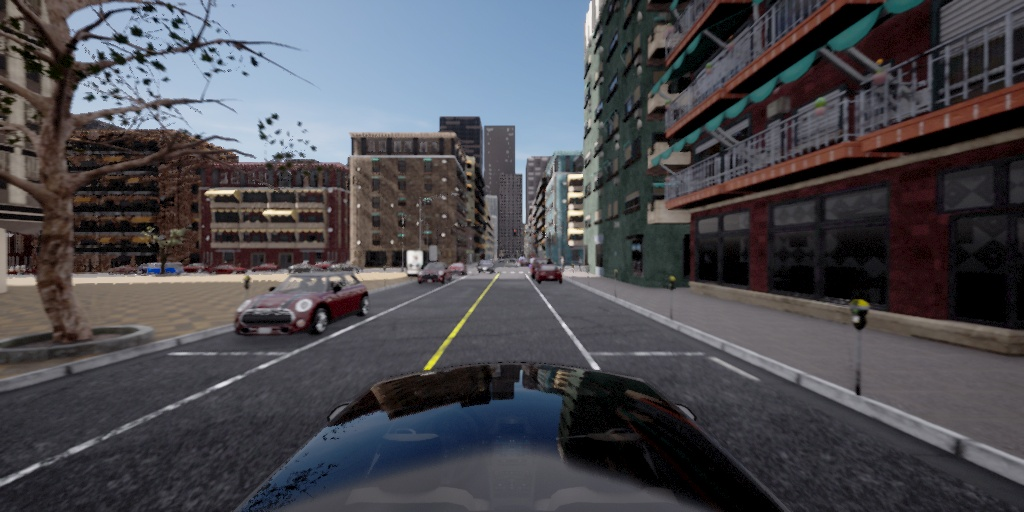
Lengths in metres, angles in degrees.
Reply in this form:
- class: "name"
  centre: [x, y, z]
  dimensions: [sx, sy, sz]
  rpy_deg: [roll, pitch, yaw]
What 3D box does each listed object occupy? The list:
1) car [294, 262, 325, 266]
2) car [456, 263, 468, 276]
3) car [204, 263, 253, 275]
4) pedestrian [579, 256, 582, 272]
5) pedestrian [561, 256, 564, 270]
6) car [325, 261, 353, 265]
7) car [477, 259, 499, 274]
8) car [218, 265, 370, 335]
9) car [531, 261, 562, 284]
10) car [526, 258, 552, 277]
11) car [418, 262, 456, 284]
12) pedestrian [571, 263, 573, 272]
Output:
- class: "car"
  centre: [-27.957, 1.741, 48.619]
  dimensions: [4.403, 1.370, 2.007]
  rpy_deg: [0, 0, 0]
- class: "car"
  centre: [-5.688, 1.347, 37.888]
  dimensions: [1.802, 1.307, 4.207]
  rpy_deg: [0, 0, 0]
- class: "car"
  centre: [-38.386, 1.887, 48.591]
  dimensions: [4.507, 1.381, 1.888]
  rpy_deg: [0, 0, 0]
- class: "pedestrian"
  centre: [8.140, 0.935, 43.044]
  dimensions: [0.375, 1.860, 0.375]
  rpy_deg: [0, 0, 0]
- class: "pedestrian"
  centre: [6.141, 0.915, 43.644]
  dimensions: [0.375, 1.860, 0.375]
  rpy_deg: [0, 0, 0]
- class: "car"
  centre: [-22.388, 1.660, 48.659]
  dimensions: [4.403, 1.370, 2.007]
  rpy_deg: [0, 0, 0]
- class: "car"
  centre: [-2.995, 1.269, 42.523]
  dimensions: [2.128, 1.511, 4.902]
  rpy_deg: [0, 0, 0]
- class: "car"
  centre: [-5.691, 1.191, 10.250]
  dimensions: [1.967, 1.591, 4.097]
  rpy_deg: [0, 0, 0]
- class: "car"
  centre: [2.692, 1.303, 26.830]
  dimensions: [1.888, 1.381, 4.507]
  rpy_deg: [0, 0, 0]
- class: "car"
  centre: [2.693, 1.076, 32.358]
  dimensions: [2.192, 1.841, 5.009]
  rpy_deg: [0, 0, 0]
- class: "car"
  centre: [-5.689, 1.198, 26.832]
  dimensions: [1.967, 1.591, 4.097]
  rpy_deg: [0, 0, 0]
- class: "pedestrian"
  centre: [7.140, 1.298, 42.446]
  dimensions: [0.500, 1.100, 0.500]
  rpy_deg: [0, 0, 0]
